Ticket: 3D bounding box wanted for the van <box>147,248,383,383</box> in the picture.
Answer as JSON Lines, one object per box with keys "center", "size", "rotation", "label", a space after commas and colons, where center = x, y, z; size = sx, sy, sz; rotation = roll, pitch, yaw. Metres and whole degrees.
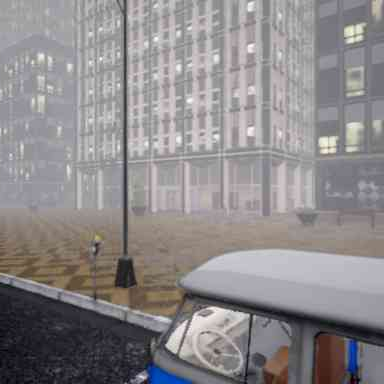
{"center": [1.513, 1.340, 1.788], "size": [3.998, 1.788, 1.690], "rotation": [0, 0, 35], "label": "van"}
